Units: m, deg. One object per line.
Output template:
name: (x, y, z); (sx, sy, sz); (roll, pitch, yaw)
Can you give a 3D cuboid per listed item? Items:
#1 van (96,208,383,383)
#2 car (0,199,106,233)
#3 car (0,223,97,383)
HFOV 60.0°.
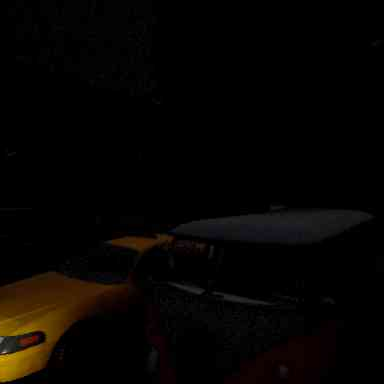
van: (1.218, 1.246, 4.255); (1.878, 1.987, 4.442); (0, 0, 35)
car: (-3.189, 1.190, 7.572); (2.435, 2.045, 5.566); (0, 0, 35)
car: (-1.068, 1.454, 5.799); (1.946, 1.575, 5.366); (0, 0, 35)
